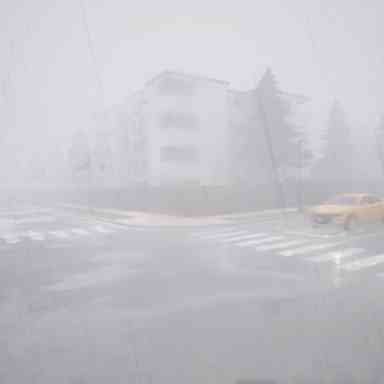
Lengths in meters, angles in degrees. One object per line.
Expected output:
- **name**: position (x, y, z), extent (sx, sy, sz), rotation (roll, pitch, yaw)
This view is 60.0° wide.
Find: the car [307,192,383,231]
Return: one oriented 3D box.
- **car**: position (7.468, 0.812, 15.544), extent (5.008, 1.535, 1.882), rotation (-3, 2, -34)
